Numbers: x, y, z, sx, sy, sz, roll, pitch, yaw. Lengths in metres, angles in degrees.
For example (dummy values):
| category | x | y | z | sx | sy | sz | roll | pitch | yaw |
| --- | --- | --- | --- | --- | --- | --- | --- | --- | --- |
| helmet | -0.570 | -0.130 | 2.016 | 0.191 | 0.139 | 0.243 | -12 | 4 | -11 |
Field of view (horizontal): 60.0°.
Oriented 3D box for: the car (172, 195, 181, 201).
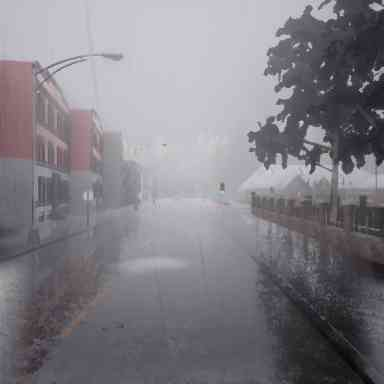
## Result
| category | x | y | z | sx | sy | sz | roll | pitch | yaw |
| --- | --- | --- | --- | --- | --- | --- | --- | --- | --- |
| car | -3.957 | 1.567 | 84.820 | 2.097 | 1.767 | 4.553 | 0 | 0 | 0 |
